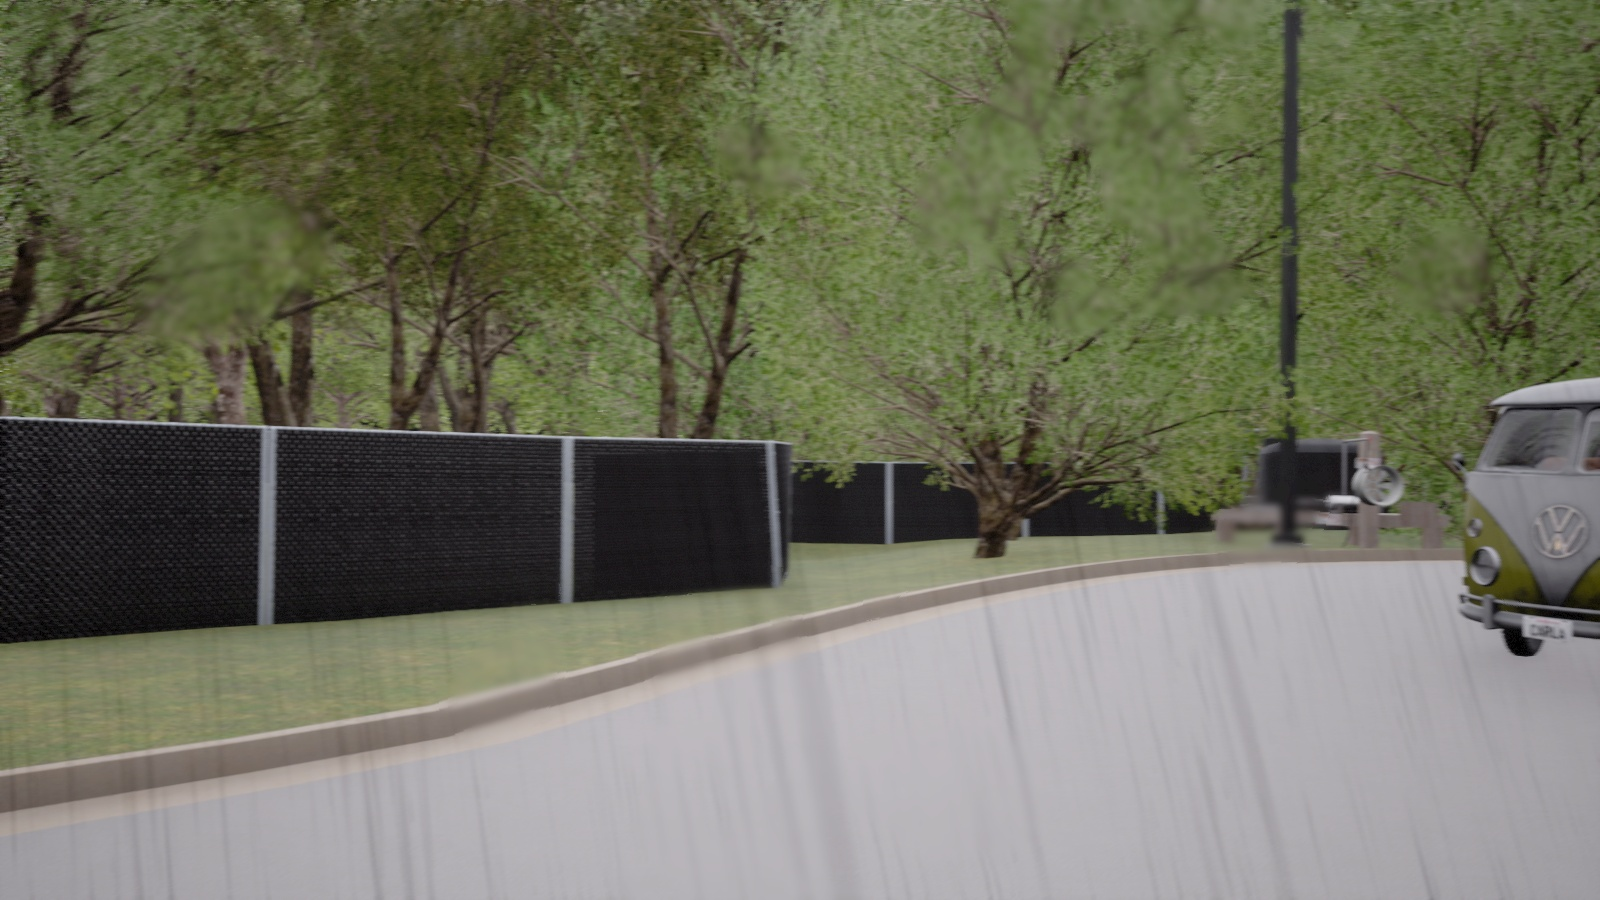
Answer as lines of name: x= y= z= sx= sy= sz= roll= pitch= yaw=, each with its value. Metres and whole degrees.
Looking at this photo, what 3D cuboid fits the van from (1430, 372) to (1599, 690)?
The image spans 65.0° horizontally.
van: x=6.756 y=0.390 z=9.130 sx=4.442 sy=1.987 sz=1.775 roll=-4 pitch=2 yaw=-32
